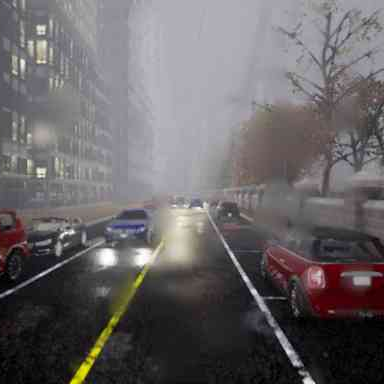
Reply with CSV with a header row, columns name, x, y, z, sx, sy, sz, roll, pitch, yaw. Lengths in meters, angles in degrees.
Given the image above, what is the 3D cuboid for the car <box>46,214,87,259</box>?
name,x,y,z,sx,sy,sz,roll,pitch,yaw
car,-5.270,1.555,12.491,2.008,1.369,4.403,0,0,0

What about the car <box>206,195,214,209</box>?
name,x,y,z,sx,sy,sz,roll,pitch,yaw
car,3.273,1.565,46.751,1.887,1.381,4.507,0,0,1

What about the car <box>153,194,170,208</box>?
name,x,y,z,sx,sy,sz,roll,pitch,yaw
car,-4.766,1.334,46.251,2.192,1.841,5.009,0,0,1

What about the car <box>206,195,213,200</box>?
name,x,y,z,sx,sy,sz,roll,pitch,yaw
car,4.794,1.593,91.796,2.008,1.369,4.403,0,0,2

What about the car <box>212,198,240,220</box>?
name,x,y,z,sx,sy,sz,roll,pitch,yaw
car,2.960,1.517,28.111,1.837,1.490,4.892,0,0,1

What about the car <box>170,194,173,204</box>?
name,x,y,z,sx,sy,sz,roll,pitch,yaw
car,-4.448,1.342,63.125,2.192,1.841,5.009,0,0,2

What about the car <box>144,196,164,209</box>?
name,x,y,z,sx,sy,sz,roll,pitch,yaw
car,-4.888,1.561,40.626,1.887,1.381,4.507,0,0,1

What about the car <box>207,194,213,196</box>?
name,x,y,z,sx,sy,sz,roll,pitch,yaw
car,3.933,1.576,69.304,1.887,1.381,4.507,0,0,2

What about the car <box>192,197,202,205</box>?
name,x,y,z,sx,sy,sz,roll,pitch,yaw
car,0.969,1.628,61.881,1.895,1.301,4.718,0,0,2

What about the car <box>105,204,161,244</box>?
name,x,y,z,sx,sy,sz,roll,pitch,yaw
car,-2.771,1.531,15.954,1.812,1.442,4.674,0,0,1

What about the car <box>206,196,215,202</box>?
name,x,y,z,sx,sy,sz,roll,pitch,yaw
car,4.137,1.600,74.942,1.947,1.339,4.313,0,0,2

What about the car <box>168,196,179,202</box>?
name,x,y,z,sx,sy,sz,roll,pitch,yaw
car,-4.060,1.583,74.363,2.008,1.369,4.403,0,0,2

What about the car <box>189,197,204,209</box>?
name,x,y,z,sx,sy,sz,roll,pitch,yaw
car,0.607,1.546,46.238,1.812,1.442,4.674,0,0,2

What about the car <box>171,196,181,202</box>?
name,x,y,z,sx,sy,sz,roll,pitch,yaw
car,-3.843,1.585,79.980,2.008,1.369,4.403,0,0,2

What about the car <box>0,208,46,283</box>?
name,x,y,z,sx,sy,sz,roll,pitch,yaw
car,-5.299,1.317,6.855,2.192,1.841,5.009,0,0,0

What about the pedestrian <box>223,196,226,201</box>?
name,x,y,z,sx,sy,sz,roll,pitch,yaw
pedestrian,3.005,1.307,31.049,0.375,1.860,0.375,0,0,1

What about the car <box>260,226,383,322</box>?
name,x,y,z,sx,sy,sz,roll,pitch,yaw
car,2.728,1.443,7.249,1.967,1.590,4.097,0,0,0

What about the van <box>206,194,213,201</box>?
name,x,y,z,sx,sy,sz,roll,pitch,yaw
van,4.579,1.381,86.183,1.690,1.788,3.998,0,0,2

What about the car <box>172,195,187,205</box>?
name,x,y,z,sx,sy,sz,roll,pitch,yaw
car,-1.935,1.529,58.089,1.837,1.490,4.892,0,0,2
